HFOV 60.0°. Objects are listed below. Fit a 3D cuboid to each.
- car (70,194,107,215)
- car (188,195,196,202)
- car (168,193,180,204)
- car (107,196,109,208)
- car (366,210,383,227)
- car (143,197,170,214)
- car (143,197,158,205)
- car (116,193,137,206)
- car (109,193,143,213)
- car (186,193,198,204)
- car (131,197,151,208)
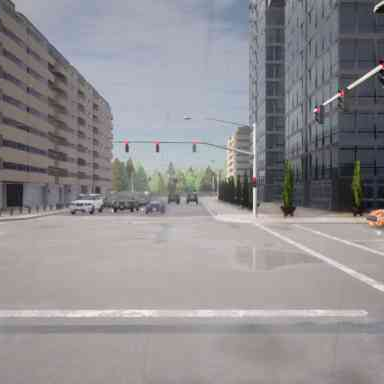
[{"bbox_3d":[-10.935,1.221,34.917,2.150,2.045,5.566,0,0,-1],"label":"car"},{"bbox_3d":[0.083,1.500,74.517,1.837,1.490,4.892,0,0,1],"label":"car"},{"bbox_3d":[-3.449,1.223,63.868,2.150,2.045,5.566,0,0,1],"label":"car"},{"bbox_3d":[-10.876,1.352,44.761,2.097,1.767,4.553,0,0,1],"label":"car"},{"bbox_3d":[13.575,1.407,21.083,4.553,1.767,2.097,0,0,0],"label":"car"},{"bbox_3d":[-3.718,1.525,35.208,1.812,1.442,4.674,0,0,0],"label":"car"},{"bbox_3d":[-7.198,1.564,58.356,1.994,1.385,4.181,0,0,1],"label":"car"},{"bbox_3d":[-10.747,1.221,54.962,2.150,2.045,5.566,0,0,1],"label":"car"},{"bbox_3d":[-7.426,1.221,38.092,2.150,2.045,5.566,0,0,1],"label":"car"},{"bbox_3d":[0.050,1.221,63.804,2.150,2.045,5.566,0,0,1],"label":"car"},{"bbox_3d":[-7.334,1.547,48.336,2.033,1.411,5.357,0,0,1],"label":"car"}]
